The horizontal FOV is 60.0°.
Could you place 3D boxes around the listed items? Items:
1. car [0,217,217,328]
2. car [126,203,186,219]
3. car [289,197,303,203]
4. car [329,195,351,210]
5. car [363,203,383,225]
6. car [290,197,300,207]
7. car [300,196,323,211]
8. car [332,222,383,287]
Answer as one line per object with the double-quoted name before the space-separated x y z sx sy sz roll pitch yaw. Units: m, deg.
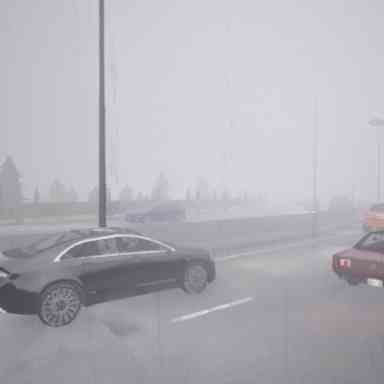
"car" -1.635 1.518 7.115 4.902 1.511 2.128 0 0 -38
"car" -2.641 1.579 24.962 1.882 1.535 5.008 0 0 45
"car" 26.564 1.980 85.398 2.128 1.511 4.902 0 -1 1
"car" 18.212 1.407 40.790 2.150 2.045 5.566 0 -1 29
"car" 11.774 1.411 19.588 2.097 1.767 4.553 0 0 43
"car" 19.075 1.884 60.125 1.812 1.442 4.674 0 -1 19
"car" 16.401 1.711 44.865 2.128 1.511 4.902 0 -1 27
"car" 5.534 1.620 8.463 4.718 1.301 1.895 0 0 -41
